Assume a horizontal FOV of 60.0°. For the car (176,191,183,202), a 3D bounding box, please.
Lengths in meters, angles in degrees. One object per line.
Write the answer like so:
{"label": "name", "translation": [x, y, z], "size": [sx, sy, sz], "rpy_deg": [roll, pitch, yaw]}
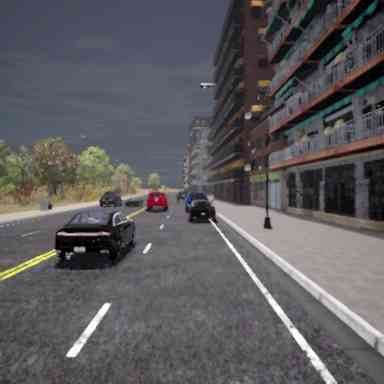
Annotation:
{"label": "car", "translation": [-1.686, 0.783, 60.720], "size": [2.150, 2.045, 5.566], "rpy_deg": [0, 0, -3]}

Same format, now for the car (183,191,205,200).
{"label": "car", "translation": [0.416, 0.962, 34.620], "size": [2.150, 2.045, 5.566], "rpy_deg": [0, 0, -2]}

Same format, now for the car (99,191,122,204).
{"label": "car", "translation": [-10.750, 0.900, 44.405], "size": [2.150, 2.045, 5.566], "rpy_deg": [0, 0, -2]}

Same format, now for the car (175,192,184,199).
{"label": "car", "translation": [-3.090, 0.822, 82.187], "size": [2.128, 1.511, 4.902], "rpy_deg": [0, 0, -5]}

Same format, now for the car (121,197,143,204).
{"label": "car", "translation": [-7.441, 1.286, 42.776], "size": [1.895, 1.301, 4.718], "rpy_deg": [0, 0, -2]}

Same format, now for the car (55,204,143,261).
{"label": "car", "translation": [-3.229, 1.402, 11.908], "size": [2.128, 1.511, 4.902], "rpy_deg": [0, 1, -1]}

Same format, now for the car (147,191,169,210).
{"label": "car", "translation": [-3.795, 0.944, 37.155], "size": [2.150, 2.045, 5.566], "rpy_deg": [0, 0, -2]}

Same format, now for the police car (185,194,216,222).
{"label": "police car", "translation": [0.690, 1.235, 24.652], "size": [1.930, 1.638, 5.238], "rpy_deg": [0, 0, -1]}
